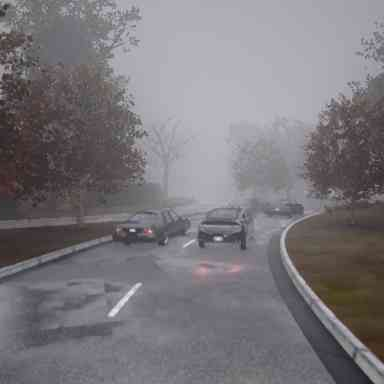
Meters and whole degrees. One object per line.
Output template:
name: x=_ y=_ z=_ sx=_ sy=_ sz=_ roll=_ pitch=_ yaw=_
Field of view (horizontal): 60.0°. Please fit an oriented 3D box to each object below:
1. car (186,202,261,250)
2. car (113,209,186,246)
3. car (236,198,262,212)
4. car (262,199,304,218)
car: x=1.566 y=1.410 z=14.076 sx=2.128 sy=1.511 sz=4.902 roll=0 pitch=1 yaw=15
car: x=-1.568 y=1.474 z=14.937 sx=2.033 sy=1.411 sz=5.357 roll=0 pitch=1 yaw=15
car: x=4.980 y=1.237 z=28.945 sx=2.033 sy=1.411 sz=5.357 roll=0 pitch=1 yaw=35
car: x=7.657 y=1.255 z=27.102 sx=1.994 sy=1.385 sz=4.181 roll=0 pitch=1 yaw=35
